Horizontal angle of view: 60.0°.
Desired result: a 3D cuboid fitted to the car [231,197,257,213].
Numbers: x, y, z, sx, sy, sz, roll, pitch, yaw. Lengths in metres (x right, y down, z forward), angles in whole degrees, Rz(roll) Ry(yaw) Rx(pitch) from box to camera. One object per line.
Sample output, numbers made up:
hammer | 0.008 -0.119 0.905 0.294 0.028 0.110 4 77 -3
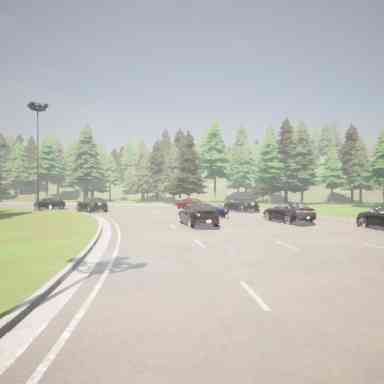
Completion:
car | 5.602 1.352 37.978 2.097 1.767 4.553 0 0 -27

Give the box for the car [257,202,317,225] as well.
car | 7.002 1.492 24.238 2.128 1.511 4.902 0 0 -16

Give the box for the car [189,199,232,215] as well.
car | 1.470 1.601 30.082 1.895 1.301 4.718 0 0 -21

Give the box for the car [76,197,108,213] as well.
car | -11.310 1.352 37.463 2.097 1.767 4.553 0 0 -41

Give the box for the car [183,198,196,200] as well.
car | -0.342 1.477 40.946 1.882 1.535 5.008 0 0 -35

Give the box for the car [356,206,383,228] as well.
car | 11.760 1.491 19.375 2.128 1.511 4.902 0 0 -12

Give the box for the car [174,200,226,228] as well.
car | 0.357 1.504 22.221 1.837 1.490 4.892 1 0 -15

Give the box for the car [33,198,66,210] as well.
car | -18.820 1.505 43.892 4.892 1.490 1.837 0 0 30
